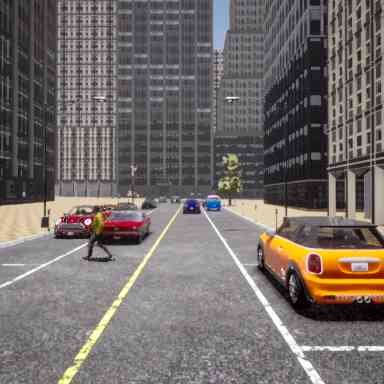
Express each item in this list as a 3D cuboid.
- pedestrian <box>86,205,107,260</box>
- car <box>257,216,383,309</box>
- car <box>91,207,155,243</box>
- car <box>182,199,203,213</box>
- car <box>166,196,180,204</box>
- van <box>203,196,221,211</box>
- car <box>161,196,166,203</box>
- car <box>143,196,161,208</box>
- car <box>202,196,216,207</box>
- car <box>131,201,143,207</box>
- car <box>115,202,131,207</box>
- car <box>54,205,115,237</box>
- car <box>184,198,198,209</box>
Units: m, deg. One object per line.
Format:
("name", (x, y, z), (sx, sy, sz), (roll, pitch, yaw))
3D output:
("pedestrian", (-3.105, 1.295, 10.837), (0.375, 1.860, 0.375), (1, -1, 0))
("car", (2.976, 1.352, 8.039), (2.097, 1.767, 4.553), (0, 0, 0))
("car", (-3.149, 1.601, 16.104), (1.895, 1.301, 4.718), (0, 0, 0))
("car", (-0.026, 1.527, 36.420), (1.812, 1.442, 4.674), (0, 0, 0))
("car", (-3.227, 1.489, 64.586), (2.128, 1.511, 4.902), (0, 0, 0))
("van", (2.577, 1.342, 40.299), (1.690, 1.788, 3.998), (1, 0, 0))
("car", (-6.023, 1.546, 68.491), (2.008, 1.369, 4.403), (1, 0, 0))
("car", (-5.824, 1.566, 45.922), (1.947, 1.339, 4.313), (1, 0, 0))
("car", (2.541, 1.439, 51.582), (1.967, 1.590, 4.097), (1, 0, 0))
("car", (-5.772, 1.567, 28.994), (1.947, 1.339, 4.313), (1, 0, 0))
("car", (-5.754, 1.583, 23.352), (1.802, 1.307, 4.206), (1, 0, 0))
("car", (-5.735, 1.441, 17.709), (1.967, 1.590, 4.097), (1, 0, 0))
("car", (-0.094, 1.601, 46.721), (1.895, 1.301, 4.718), (0, 0, 0))
